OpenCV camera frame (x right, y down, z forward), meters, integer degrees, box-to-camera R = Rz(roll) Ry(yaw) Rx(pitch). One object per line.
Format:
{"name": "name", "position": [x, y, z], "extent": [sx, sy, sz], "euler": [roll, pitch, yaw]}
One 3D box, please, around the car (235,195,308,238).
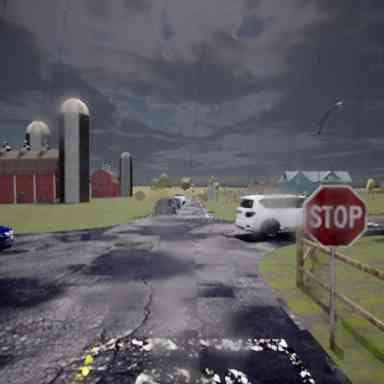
{"name": "car", "position": [4.980, 1.145, 17.047], "extent": [5.566, 2.045, 2.150], "euler": [-2, 1, -12]}

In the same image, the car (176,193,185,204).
{"name": "car", "position": [-2.539, 1.274, 66.858], "extent": [2.150, 2.045, 5.566], "euler": [0, 0, 1]}

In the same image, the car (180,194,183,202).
{"name": "car", "position": [-2.676, 1.512, 47.995], "extent": [1.882, 1.535, 5.008], "euler": [0, 0, 0]}

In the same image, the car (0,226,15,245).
{"name": "car", "position": [-10.155, 1.756, 14.146], "extent": [4.674, 1.442, 1.812], "euler": [-1, 1, -10]}

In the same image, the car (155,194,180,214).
{"name": "car", "position": [-2.723, 1.377, 35.284], "extent": [2.097, 1.767, 4.553], "euler": [0, 0, 0]}
